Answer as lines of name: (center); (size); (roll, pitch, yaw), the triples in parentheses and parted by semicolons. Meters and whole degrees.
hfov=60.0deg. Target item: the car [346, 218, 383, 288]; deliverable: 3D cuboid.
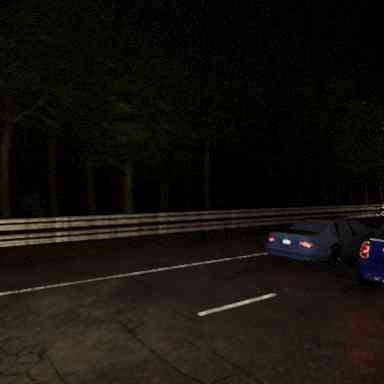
car: (6.031, 1.365, 8.046); (4.553, 1.767, 2.097); (0, 0, -35)

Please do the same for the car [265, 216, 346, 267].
car: (4.909, 1.563, 11.544); (5.357, 1.411, 2.033); (0, 0, -36)
